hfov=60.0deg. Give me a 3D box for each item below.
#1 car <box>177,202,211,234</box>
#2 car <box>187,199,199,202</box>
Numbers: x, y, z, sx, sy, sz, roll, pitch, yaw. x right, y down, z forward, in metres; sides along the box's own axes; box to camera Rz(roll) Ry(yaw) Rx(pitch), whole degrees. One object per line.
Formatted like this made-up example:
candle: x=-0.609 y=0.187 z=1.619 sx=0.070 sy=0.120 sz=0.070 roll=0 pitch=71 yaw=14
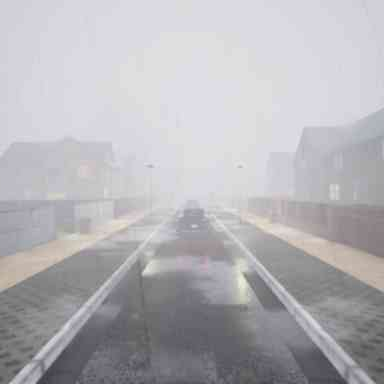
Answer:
car: x=0.100 y=1.533 z=18.998 sx=1.812 sy=1.442 sz=4.674 roll=0 pitch=0 yaw=0
car: x=0.099 y=1.533 z=38.476 sx=1.812 sy=1.442 sz=4.674 roll=0 pitch=0 yaw=0
